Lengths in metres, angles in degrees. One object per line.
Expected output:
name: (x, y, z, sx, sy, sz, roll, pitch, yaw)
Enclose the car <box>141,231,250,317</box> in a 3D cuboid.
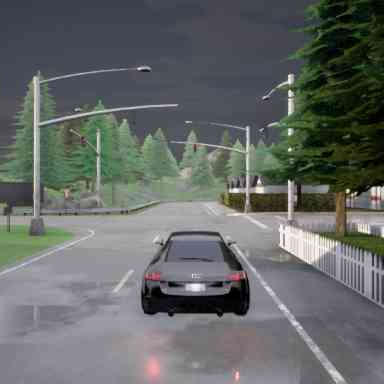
car: (0.077, 1.564, 7.565, 1.994, 1.385, 4.181, 0, 0, 1)
